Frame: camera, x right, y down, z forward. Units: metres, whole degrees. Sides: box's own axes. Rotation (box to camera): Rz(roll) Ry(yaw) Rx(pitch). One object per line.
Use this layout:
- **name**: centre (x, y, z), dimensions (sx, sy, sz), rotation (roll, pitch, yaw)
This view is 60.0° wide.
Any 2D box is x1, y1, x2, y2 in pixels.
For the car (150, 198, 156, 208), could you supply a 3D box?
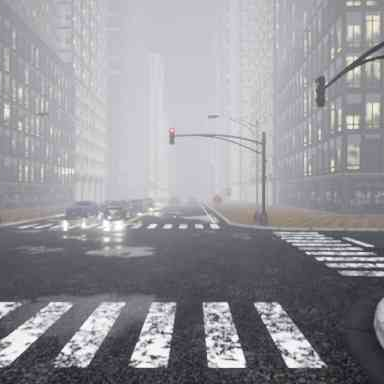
- **car**: centre (-6.591, 1.614, 49.651), dimensions (1.812, 1.442, 4.674), rotation (0, 0, 0)

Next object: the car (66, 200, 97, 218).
- **car**: centre (-9.852, 1.516, 30.326), dimensions (1.882, 1.535, 5.008), rotation (0, 0, 0)

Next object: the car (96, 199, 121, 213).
- **car**: centre (-9.847, 1.623, 39.459), dimensions (1.994, 1.385, 4.181), rotation (0, 0, 0)

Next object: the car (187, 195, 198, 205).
- **car**: centre (0.107, 1.657, 61.456), dimensions (1.812, 1.442, 4.674), rotation (0, 0, 0)

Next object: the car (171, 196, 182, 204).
- **car**: centre (-3.155, 1.664, 70.321), dimensions (2.128, 1.511, 4.902), rotation (0, 0, 0)

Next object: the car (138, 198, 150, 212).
- **car**: centre (-6.597, 1.537, 39.604), dimensions (1.882, 1.535, 5.008), rotation (0, 0, 0)

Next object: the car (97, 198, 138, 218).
- **car**: centre (-6.598, 1.529, 30.077), dimensions (2.128, 1.511, 4.902), rotation (0, 0, 0)

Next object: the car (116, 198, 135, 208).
- **car**: centre (-9.837, 1.652, 49.383), dimensions (1.994, 1.385, 4.181), rotation (0, 0, 0)

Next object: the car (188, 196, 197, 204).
- **car**: centre (0.071, 1.651, 71.303), dimensions (1.882, 1.535, 5.008), rotation (0, 0, 0)

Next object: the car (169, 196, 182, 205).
- **car**: centre (-3.145, 1.603, 59.912), dimensions (1.882, 1.535, 5.008), rotation (0, 0, 0)
